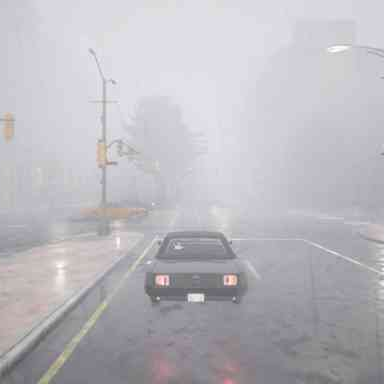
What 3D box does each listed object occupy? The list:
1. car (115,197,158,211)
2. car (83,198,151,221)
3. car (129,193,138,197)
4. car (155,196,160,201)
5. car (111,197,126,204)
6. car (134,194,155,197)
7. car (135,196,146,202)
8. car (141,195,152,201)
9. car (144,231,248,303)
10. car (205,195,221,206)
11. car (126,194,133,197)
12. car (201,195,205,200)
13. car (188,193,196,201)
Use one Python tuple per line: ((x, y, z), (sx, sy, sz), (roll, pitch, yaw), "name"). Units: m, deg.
((-6.760, 1.548, 34.899), (5.357, 1.411, 2.033), (0, 0, -30), "car")
((-6.028, 1.477, 26.333), (5.008, 1.535, 1.882), (0, 0, 0), "car")
((-11.524, 1.221, 64.528), (2.150, 2.045, 5.566), (0, 0, 1), "car")
((-8.016, 1.564, 65.750), (1.994, 1.385, 4.181), (0, 0, 1), "car")
((-14.735, 1.595, 66.823), (1.895, 1.301, 4.718), (0, 0, 0), "car")
((-8.076, 1.547, 56.514), (2.033, 1.411, 5.357), (0, 0, 0), "car")
((-11.484, 1.553, 74.412), (1.994, 1.385, 4.181), (0, 0, 0), "car")
((-11.482, 1.525, 84.646), (2.128, 1.511, 4.902), (0, 0, 0), "car")
((0.076, 1.601, 8.166), (1.895, 1.301, 4.718), (0, 0, 0), "car")
((3.634, 1.601, 55.269), (1.895, 1.301, 4.718), (0, 0, 0), "car")
((-11.576, 1.526, 55.116), (1.812, 1.442, 4.674), (0, 0, 0), "car")
((3.519, 1.525, 91.850), (2.128, 1.511, 4.902), (0, 0, 0), "car")
((0.018, 1.218, 86.464), (2.150, 2.045, 5.566), (0, 0, 0), "car")
